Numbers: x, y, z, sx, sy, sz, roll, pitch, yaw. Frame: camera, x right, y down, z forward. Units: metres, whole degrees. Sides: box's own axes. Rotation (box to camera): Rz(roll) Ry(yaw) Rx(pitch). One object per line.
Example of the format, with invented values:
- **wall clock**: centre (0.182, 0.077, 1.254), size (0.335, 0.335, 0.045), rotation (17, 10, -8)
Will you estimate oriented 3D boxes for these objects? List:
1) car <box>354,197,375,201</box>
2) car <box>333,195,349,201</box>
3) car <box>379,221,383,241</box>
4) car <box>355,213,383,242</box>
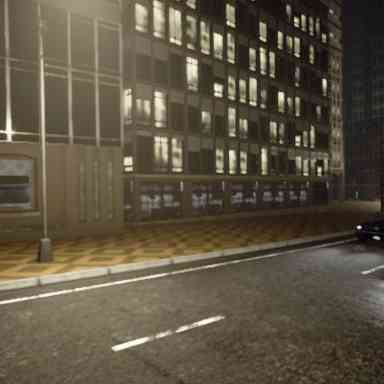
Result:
- **car**: centre (36.344, 1.373, 69.942), size (1.802, 1.307, 4.206), rotation (-1, 1, -42)
- **car**: centre (32.584, 1.324, 74.204), size (1.947, 1.339, 4.313), rotation (-1, 1, -42)
- **car**: centre (7.712, 1.538, 9.672), size (5.357, 1.411, 2.033), rotation (0, 0, -39)
- **car**: centre (9.350, 1.594, 15.241), size (4.718, 1.301, 1.895), rotation (0, 0, -40)
